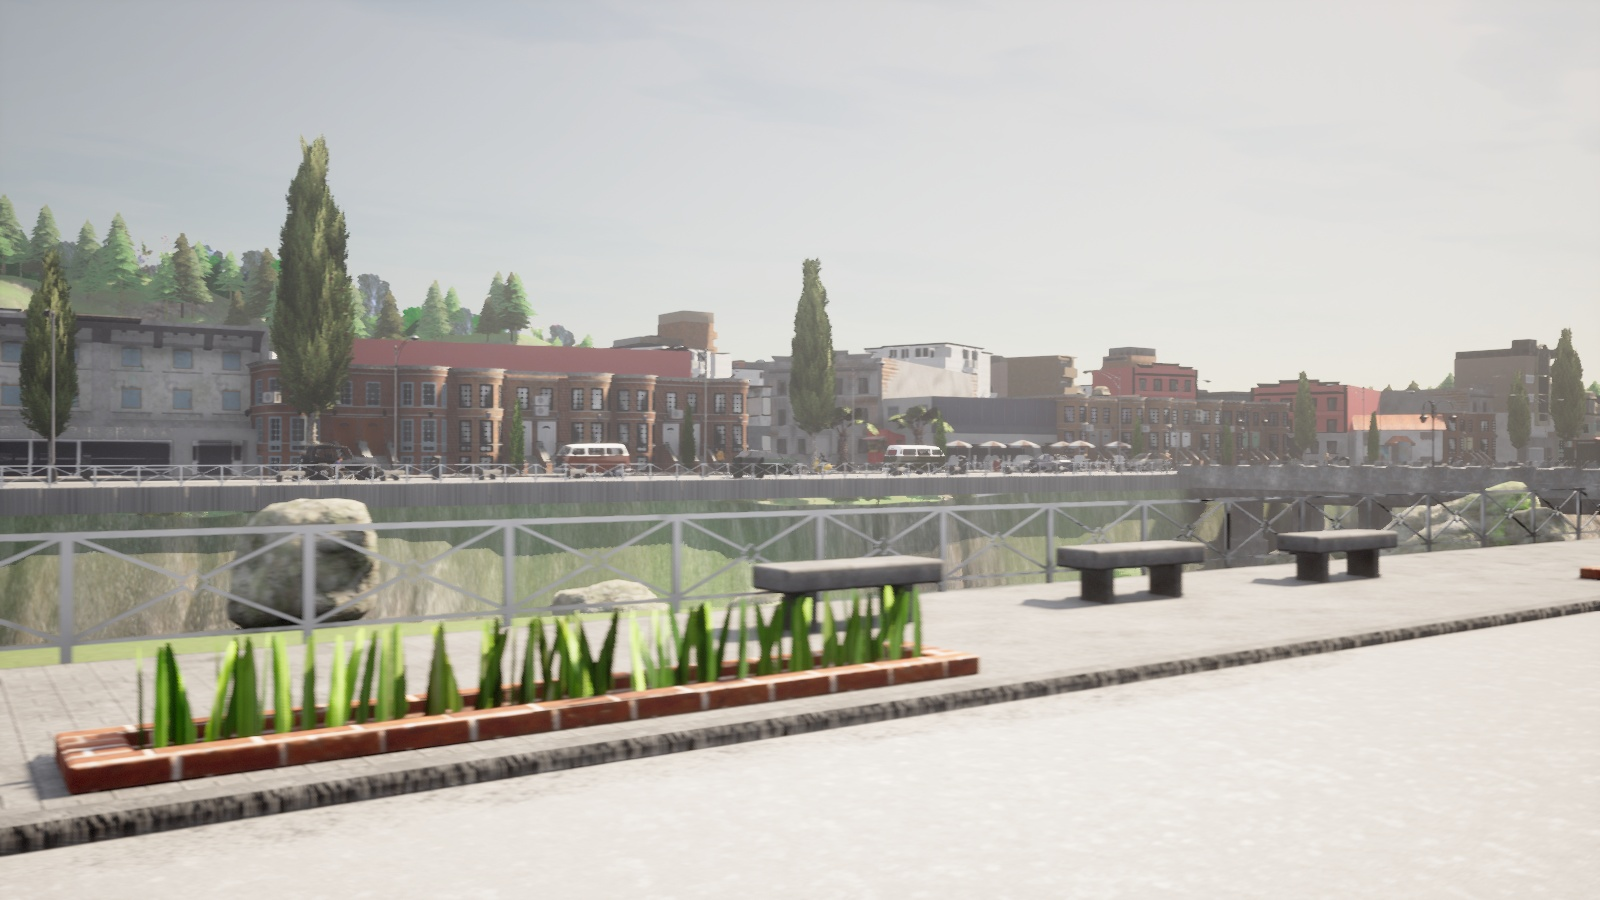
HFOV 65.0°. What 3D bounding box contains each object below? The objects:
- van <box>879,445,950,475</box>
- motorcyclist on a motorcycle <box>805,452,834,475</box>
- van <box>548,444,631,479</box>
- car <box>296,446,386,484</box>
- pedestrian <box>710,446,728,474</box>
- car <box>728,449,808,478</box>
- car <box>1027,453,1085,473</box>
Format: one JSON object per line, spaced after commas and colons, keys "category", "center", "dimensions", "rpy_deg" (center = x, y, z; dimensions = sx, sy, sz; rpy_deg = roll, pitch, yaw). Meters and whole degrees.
{"category": "van", "center": [7.765, 0.660, 84.814], "dimensions": [4.480, 2.038, 2.069], "rpy_deg": [0, 0, -35]}
{"category": "motorcyclist on a motorcycle", "center": [1.333, 0.904, 85.203], "dimensions": [1.817, 1.590, 0.866], "rpy_deg": [0, 0, -35]}
{"category": "van", "center": [-12.627, 0.680, 75.482], "dimensions": [4.480, 2.038, 2.069], "rpy_deg": [0, 0, -35]}
{"category": "car", "center": [-23.121, 0.745, 63.300], "dimensions": [3.866, 1.878, 1.905], "rpy_deg": [0, 0, -35]}
{"category": "pedestrian", "center": [-5.443, 0.671, 84.313], "dimensions": [0.874, 1.855, 0.900], "rpy_deg": [0, 0, 42]}
{"category": "car", "center": [-1.989, 0.799, 78.019], "dimensions": [4.553, 1.767, 2.097], "rpy_deg": [0, 0, -35]}
{"category": "car", "center": [18.852, 0.945, 92.532], "dimensions": [4.193, 1.474, 1.816], "rpy_deg": [0, 0, -35]}
